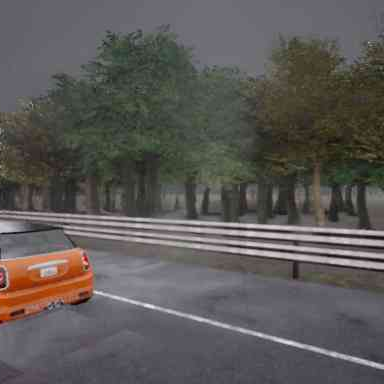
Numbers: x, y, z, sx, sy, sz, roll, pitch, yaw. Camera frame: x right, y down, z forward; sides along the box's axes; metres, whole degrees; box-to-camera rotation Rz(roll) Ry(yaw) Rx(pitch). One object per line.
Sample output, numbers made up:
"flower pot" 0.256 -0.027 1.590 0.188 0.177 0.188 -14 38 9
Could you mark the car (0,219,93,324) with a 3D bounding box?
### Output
"car" -4.162 1.396 6.927 4.553 1.767 2.097 -1 0 36
